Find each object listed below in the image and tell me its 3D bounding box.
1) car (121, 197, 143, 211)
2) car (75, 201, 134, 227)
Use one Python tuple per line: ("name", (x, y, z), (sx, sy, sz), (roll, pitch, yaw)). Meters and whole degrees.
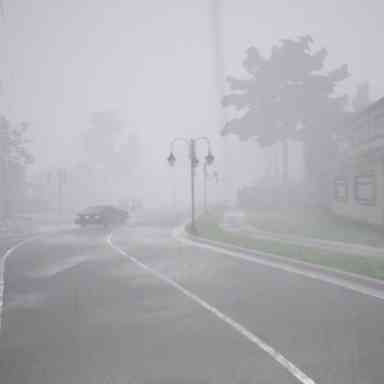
("car", (-7.396, 1.395, 39.146), (2.097, 1.767, 4.553), (-1, 0, 8))
("car", (-6.111, 1.606, 23.204), (2.033, 1.411, 5.357), (-1, 0, 9))
